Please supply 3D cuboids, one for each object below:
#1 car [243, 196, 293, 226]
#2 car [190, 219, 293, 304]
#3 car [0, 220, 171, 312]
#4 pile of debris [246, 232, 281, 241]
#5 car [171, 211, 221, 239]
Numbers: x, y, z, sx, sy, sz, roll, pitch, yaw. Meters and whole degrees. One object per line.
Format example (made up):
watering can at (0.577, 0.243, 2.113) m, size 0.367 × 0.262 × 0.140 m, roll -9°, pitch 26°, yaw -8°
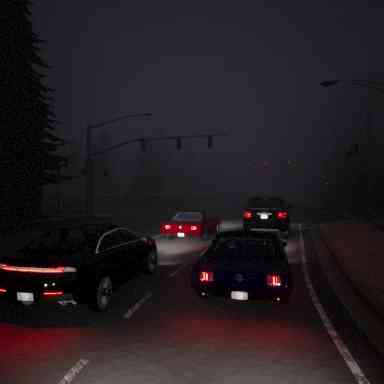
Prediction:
car at (4.062, 1.221, 17.623) m, size 2.150 × 2.045 × 5.566 m, roll 0°, pitch 0°, yaw 17°
car at (1.387, 1.601, 8.227) m, size 1.895 × 1.301 × 4.718 m, roll 0°, pitch 0°, yaw 13°
car at (-2.240, 1.492, 7.793) m, size 2.128 × 1.511 × 4.902 m, roll 0°, pitch 0°, yaw 11°
pile of debris at (3.538, 2.175, 16.343) m, size 1.500 × 0.140 × 1.860 m, roll 0°, pitch 0°, yaw 17°
car at (0.163, 1.601, 16.806) m, size 1.895 × 1.301 × 4.718 m, roll 0°, pitch 0°, yaw 17°
